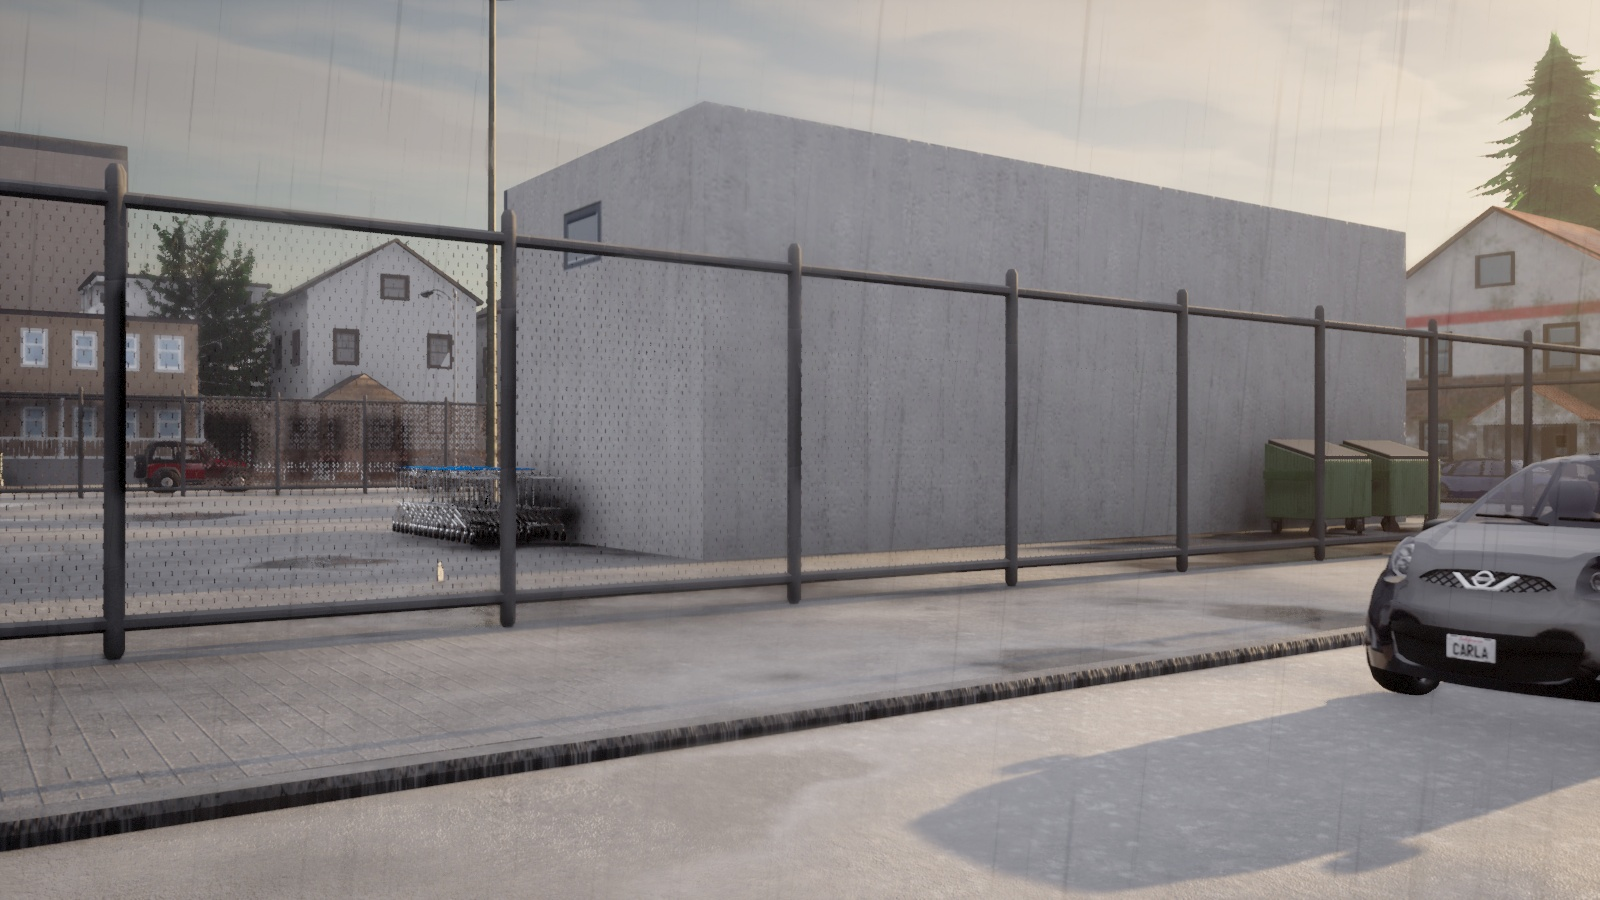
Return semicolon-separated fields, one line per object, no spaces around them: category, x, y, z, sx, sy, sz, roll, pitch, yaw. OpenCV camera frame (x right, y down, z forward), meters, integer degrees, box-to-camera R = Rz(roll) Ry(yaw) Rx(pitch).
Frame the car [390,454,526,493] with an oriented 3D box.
car;-13.605;0.899;50.073;4.892;1.490;1.837;0;0;-33

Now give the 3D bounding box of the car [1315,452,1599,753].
car;5.115;0.766;7.829;3.633;1.501;1.845;0;0;-35

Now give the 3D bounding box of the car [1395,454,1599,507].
car;20.373;0.833;36.367;2.033;1.411;5.357;0;0;-34

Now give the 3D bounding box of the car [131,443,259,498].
car;-21.459;0.694;44.568;3.866;1.878;1.905;0;0;-34

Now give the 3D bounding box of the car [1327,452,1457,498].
car;20.388;0.817;43.347;1.845;1.501;3.633;0;0;-35
